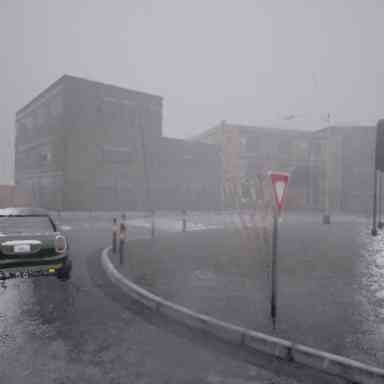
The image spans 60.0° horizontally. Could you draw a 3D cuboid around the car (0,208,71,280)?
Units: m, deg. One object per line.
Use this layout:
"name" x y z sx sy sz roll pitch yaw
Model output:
"car" -4.687 1.203 9.042 2.097 1.767 4.553 1 0 -29
